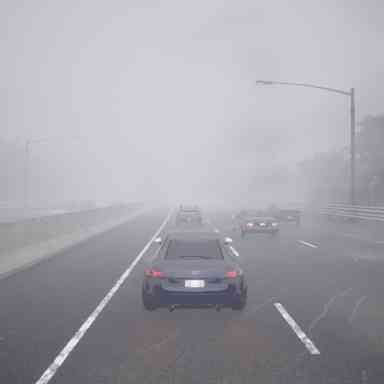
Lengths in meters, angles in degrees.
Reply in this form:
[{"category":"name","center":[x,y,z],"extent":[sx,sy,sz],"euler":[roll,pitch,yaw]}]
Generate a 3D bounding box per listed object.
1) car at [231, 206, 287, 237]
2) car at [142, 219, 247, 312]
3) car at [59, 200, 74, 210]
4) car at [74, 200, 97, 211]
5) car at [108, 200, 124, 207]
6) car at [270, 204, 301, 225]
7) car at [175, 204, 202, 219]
[{"category":"car","center":[3.376,1.637,18.568],"extent":[2.033,1.411,5.357],"euler":[0,-1,-1]},{"category":"car","center":[0.032,1.574,7.804],"extent":[1.994,1.385,4.181],"euler":[0,0,0]},{"category":"car","center":[-18.838,1.962,51.010],"extent":[2.128,1.511,4.902],"euler":[0,-1,-2]},{"category":"car","center":[-15.259,1.945,48.867],"extent":[1.837,1.490,4.892],"euler":[0,-1,-2]},{"category":"car","center":[-11.901,2.040,52.828],"extent":[2.033,1.411,5.357],"euler":[0,-1,-2]},{"category":"car","center":[6.722,1.641,25.555],"extent":[1.882,1.535,5.008],"euler":[0,-1,-2]},{"category":"car","center":[-0.256,1.647,24.612],"extent":[2.128,1.511,4.902],"euler":[0,-1,-1]}]
